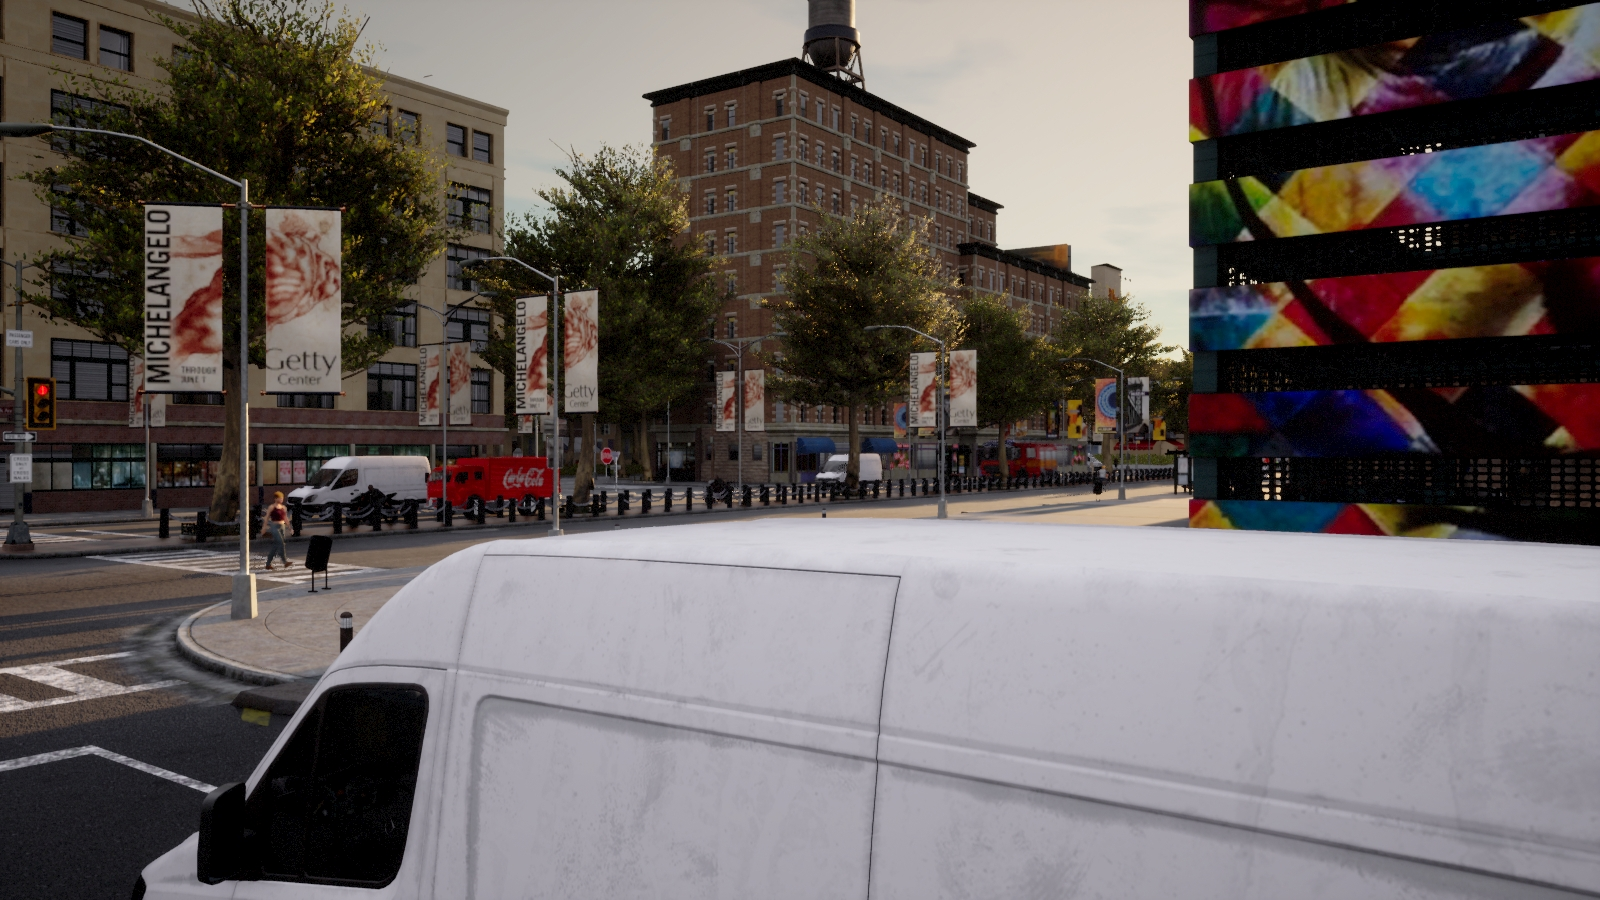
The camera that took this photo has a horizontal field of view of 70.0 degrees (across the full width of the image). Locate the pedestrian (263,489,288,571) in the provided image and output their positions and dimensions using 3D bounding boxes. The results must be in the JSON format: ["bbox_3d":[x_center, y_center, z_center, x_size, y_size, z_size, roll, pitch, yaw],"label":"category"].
[{"bbox_3d":[-12.121,1.848,26.390,0.375,1.860,0.375,0,0,25],"label":"pedestrian"}]

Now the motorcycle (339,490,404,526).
[{"bbox_3d":[-16.269,2.205,43.436,0.867,1.251,2.209,0,0,36],"label":"motorcycle"}]

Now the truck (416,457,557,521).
[{"bbox_3d":[-13.076,1.565,47.908,2.627,2.467,5.204,0,0,36],"label":"truck"}]

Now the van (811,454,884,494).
[{"bbox_3d":[3.245,1.534,76.813,1.988,2.561,5.915,0,0,35],"label":"van"}]

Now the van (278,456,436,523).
[{"bbox_3d":[-18.065,1.534,46.934,1.988,2.561,5.915,0,0,36],"label":"van"}]

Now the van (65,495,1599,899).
[{"bbox_3d":[-0.118,1.534,3.913,5.915,2.561,1.988,0,0,36],"label":"van"}]
